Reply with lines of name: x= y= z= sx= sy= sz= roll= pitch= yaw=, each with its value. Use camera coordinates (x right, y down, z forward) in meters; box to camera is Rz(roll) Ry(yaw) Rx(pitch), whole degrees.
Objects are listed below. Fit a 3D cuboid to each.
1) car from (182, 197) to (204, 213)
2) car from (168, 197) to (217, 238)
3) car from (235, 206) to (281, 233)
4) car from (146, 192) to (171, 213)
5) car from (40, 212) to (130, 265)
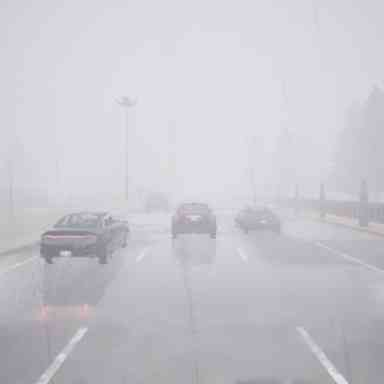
car: x=0.097 y=1.301 z=34.743 sx=2.128 sy=1.511 sz=4.902 roll=0 pitch=0 yaw=0
car: x=0.100 y=1.257 z=17.186 sx=2.097 sy=1.767 sz=4.553 roll=0 pitch=0 yaw=0
car: x=3.602 y=1.461 z=18.721 sx=1.994 sy=1.385 sz=4.181 roll=0 pitch=0 yaw=0
car: x=-3.401 y=1.035 z=34.000 sx=2.150 sy=2.045 sz=5.566 roll=0 pitch=0 yaw=0
car: x=-3.400 y=1.429 z=11.384 sx=2.128 sy=1.511 sz=4.902 roll=0 pitch=0 yaw=0
